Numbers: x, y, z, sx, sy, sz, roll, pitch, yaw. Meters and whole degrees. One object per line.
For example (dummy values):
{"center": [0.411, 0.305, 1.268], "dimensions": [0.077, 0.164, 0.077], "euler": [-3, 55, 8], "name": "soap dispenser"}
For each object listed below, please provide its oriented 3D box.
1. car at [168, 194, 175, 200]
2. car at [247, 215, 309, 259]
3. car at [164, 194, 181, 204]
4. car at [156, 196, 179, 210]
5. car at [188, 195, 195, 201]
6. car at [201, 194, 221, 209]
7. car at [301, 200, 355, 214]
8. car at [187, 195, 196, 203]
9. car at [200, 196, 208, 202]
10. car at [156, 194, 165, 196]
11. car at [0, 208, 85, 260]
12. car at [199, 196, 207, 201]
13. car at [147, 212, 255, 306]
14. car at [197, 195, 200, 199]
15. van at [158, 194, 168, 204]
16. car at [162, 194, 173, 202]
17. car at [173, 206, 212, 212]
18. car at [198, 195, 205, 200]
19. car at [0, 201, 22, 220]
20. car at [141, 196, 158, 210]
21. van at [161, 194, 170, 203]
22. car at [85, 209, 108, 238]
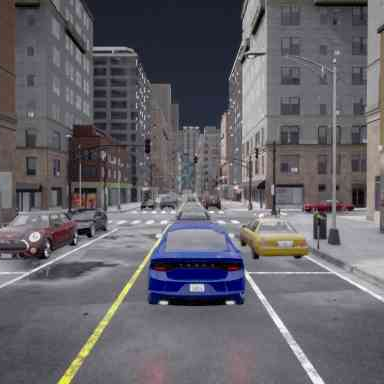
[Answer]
{"center": [-5.825, 1.507, 94.849], "dimensions": [1.967, 1.590, 4.097], "euler": [-1, 0, 0], "name": "car"}
{"center": [2.829, 1.526, 12.391], "dimensions": [1.752, 1.417, 4.829], "euler": [-1, 0, 0], "name": "car"}
{"center": [-3.174, 1.549, 55.211], "dimensions": [1.837, 1.490, 4.892], "euler": [0, 0, 0], "name": "car"}
{"center": [-3.166, 1.581, 44.711], "dimensions": [2.033, 1.411, 5.357], "euler": [0, 0, 0], "name": "car"}
{"center": [-0.131, 1.532, 84.471], "dimensions": [1.895, 1.301, 4.718], "euler": [0, 0, 0], "name": "car"}
{"center": [2.777, 1.348, 44.589], "dimensions": [2.192, 1.841, 5.009], "euler": [-1, 0, 0], "name": "car"}
{"center": [13.308, 1.456, 32.848], "dimensions": [4.718, 1.301, 1.895], "euler": [-1, 1, -1], "name": "car"}
{"center": [-0.115, 1.575, 74.019], "dimensions": [2.128, 1.511, 4.902], "euler": [0, 0, 0], "name": "car"}
{"center": [2.735, 1.585, 78.275], "dimensions": [1.752, 1.417, 4.829], "euler": [-1, 0, 0], "name": "car"}
{"center": [-5.764, 1.569, 55.578], "dimensions": [1.752, 1.417, 4.829], "euler": [-1, 0, 0], "name": "car"}
{"center": [-5.696, 1.441, 12.207], "dimensions": [1.967, 1.590, 4.097], "euler": [-1, 0, 0], "name": "car"}
{"center": [2.728, 1.628, 83.690], "dimensions": [1.947, 1.339, 4.313], "euler": [-1, 0, 0], "name": "car"}
{"center": [0.084, 1.478, 8.126], "dimensions": [1.882, 1.535, 5.008], "euler": [0, 0, 0], "name": "car"}
{"center": [2.747, 1.368, 66.933], "dimensions": [2.192, 1.841, 5.009], "euler": [-1, 0, 0], "name": "car"}
{"center": [-5.783, 1.394, 66.920], "dimensions": [1.690, 1.788, 3.998], "euler": [-1, 0, 0], "name": "van"}
{"center": [-5.801, 1.375, 78.092], "dimensions": [2.192, 1.841, 5.009], "euler": [-1, 0, 0], "name": "car"}
{"center": [0.073, 1.604, 17.489], "dimensions": [1.895, 1.301, 4.718], "euler": [0, 0, 0], "name": "car"}
{"center": [2.714, 1.618, 94.862], "dimensions": [2.008, 1.369, 4.403], "euler": [-1, 0, 0], "name": "car"}
{"center": [-18.073, 1.663, 29.486], "dimensions": [5.008, 1.535, 1.882], "euler": [-1, 1, -1], "name": "car"}
{"center": [-5.746, 1.599, 44.577], "dimensions": [1.947, 1.339, 4.313], "euler": [-1, 0, 0], "name": "car"}
{"center": [-5.792, 1.398, 72.506], "dimensions": [1.690, 1.788, 3.998], "euler": [-1, 0, 0], "name": "van"}
{"center": [-5.704, 1.570, 17.703], "dimensions": [1.947, 1.339, 4.313], "euler": [-1, 0, 0], "name": "car"}
